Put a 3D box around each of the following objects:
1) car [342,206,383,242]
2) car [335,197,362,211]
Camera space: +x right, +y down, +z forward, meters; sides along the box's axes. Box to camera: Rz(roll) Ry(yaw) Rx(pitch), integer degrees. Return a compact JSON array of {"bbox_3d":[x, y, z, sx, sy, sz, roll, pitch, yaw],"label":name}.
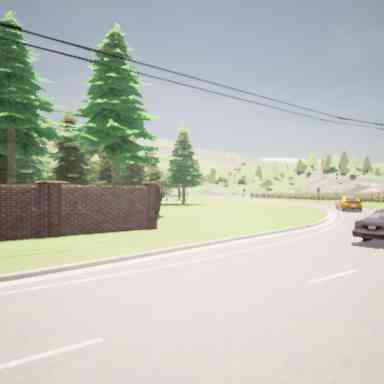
[{"bbox_3d":[9.141,1.437,14.569,5.357,1.411,2.033,0,0,-35],"label":"car"},{"bbox_3d":[17.086,1.239,36.466,1.882,1.535,5.008,0,0,12],"label":"car"}]
